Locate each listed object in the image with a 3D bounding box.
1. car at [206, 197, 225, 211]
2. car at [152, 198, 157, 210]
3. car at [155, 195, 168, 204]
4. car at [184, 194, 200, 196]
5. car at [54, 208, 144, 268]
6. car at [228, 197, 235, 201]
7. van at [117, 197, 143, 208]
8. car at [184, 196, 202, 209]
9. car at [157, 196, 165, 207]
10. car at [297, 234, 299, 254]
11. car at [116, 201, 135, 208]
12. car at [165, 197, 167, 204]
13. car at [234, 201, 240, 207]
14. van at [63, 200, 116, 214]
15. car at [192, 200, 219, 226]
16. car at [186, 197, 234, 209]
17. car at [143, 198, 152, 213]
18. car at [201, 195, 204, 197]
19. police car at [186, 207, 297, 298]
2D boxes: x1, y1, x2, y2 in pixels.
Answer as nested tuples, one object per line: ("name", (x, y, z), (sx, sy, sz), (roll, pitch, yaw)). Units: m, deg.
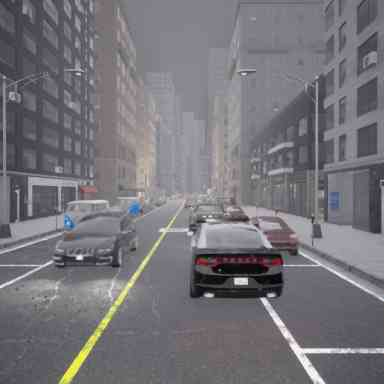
("car", (2.835, 1.443, 40.378), (1.967, 1.590, 4.097), (0, 0, 0))
("car", (-5.690, 1.585, 40.374), (1.802, 1.307, 4.206), (0, 0, 0))
("car", (-5.702, 1.452, 62.379), (1.967, 1.590, 4.097), (0, 0, 0))
("car", (-0.030, 1.516, 58.888), (1.837, 1.490, 4.892), (0, 0, 0))
("car", (-3.006, 1.504, 11.310), (1.837, 1.490, 4.892), (0, 0, 0))
("car", (2.840, 1.316, 29.375), (2.192, 1.841, 5.009), (0, 0, 0))
("van", (-5.685, 1.342, 29.371), (1.690, 1.788, 3.998), (0, 0, 0))
("car", (-0.008, 1.569, 45.453), (1.994, 1.385, 4.181), (0, 0, 0))
("car", (-5.696, 1.573, 51.376), (1.947, 1.339, 4.313), (0, 0, 0))
("car", (2.849, 1.581, 12.871), (1.802, 1.307, 4.206), (0, 0, 0))
("car", (-5.682, 1.551, 23.869), (2.008, 1.369, 4.403), (0, 0, 0))
("car", (-5.699, 1.592, 56.877), (1.802, 1.307, 4.206), (0, 0, 0))
("car", (2.844, 1.582, 23.873), (1.802, 1.307, 4.206), (0, 0, 0))
("van", (-5.679, 1.341, 18.369), (1.690, 1.788, 3.998), (0, 0, 0))
("car", (0.887, 1.455, 24.735), (1.801, 1.575, 5.366), (0, 0, 0))
("car", (0.890, 1.351, 18.516), (2.097, 1.767, 4.553), (0, 0, 0))
("car", (-5.687, 1.568, 34.872), (1.947, 1.339, 4.313), (0, 0, 0))
("car", (2.829, 1.558, 51.380), (2.008, 1.369, 4.403), (0, 0, 0))
("police car", (0.895, 1.425, 8.655), (1.930, 1.638, 5.238), (0, 0, 0))
